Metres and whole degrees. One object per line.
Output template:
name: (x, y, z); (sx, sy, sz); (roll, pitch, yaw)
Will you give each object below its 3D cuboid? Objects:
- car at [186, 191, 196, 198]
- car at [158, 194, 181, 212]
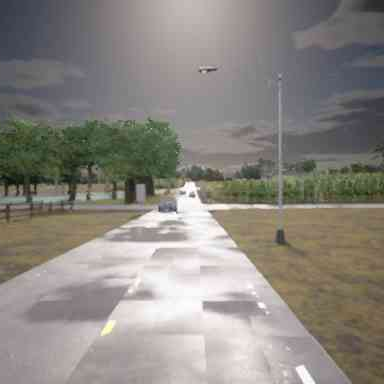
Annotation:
car: (0.025, 0.891, 92.938); (1.994, 1.385, 4.181); (0, 1, 0)
car: (-2.740, 1.374, 38.697); (2.097, 1.767, 4.553); (0, 0, 0)
